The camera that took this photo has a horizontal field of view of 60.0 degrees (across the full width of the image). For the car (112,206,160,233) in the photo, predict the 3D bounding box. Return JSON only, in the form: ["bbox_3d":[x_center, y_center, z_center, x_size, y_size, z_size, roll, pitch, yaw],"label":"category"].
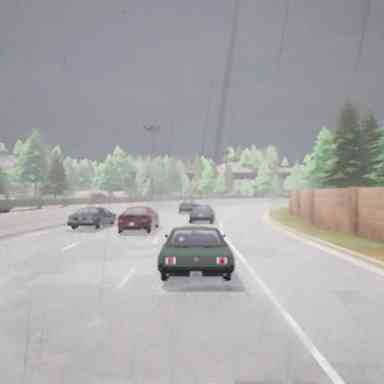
[{"bbox_3d":[-3.194,1.615,20.699,1.882,1.535,5.008,0,0,3],"label":"car"}]

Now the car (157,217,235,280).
[{"bbox_3d":[0.099,1.667,10.078,1.895,1.301,4.718,0,0,0],"label":"car"}]

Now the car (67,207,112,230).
[{"bbox_3d":[-6.609,1.699,22.618,2.033,1.411,5.357,0,0,4],"label":"car"}]

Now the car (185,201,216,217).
[{"bbox_3d":[0.933,1.743,27.429,1.994,1.385,4.181,0,0,7],"label":"car"}]

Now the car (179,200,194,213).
[{"bbox_3d":[-0.182,1.753,39.898,2.128,1.511,4.902,0,0,14],"label":"car"}]
